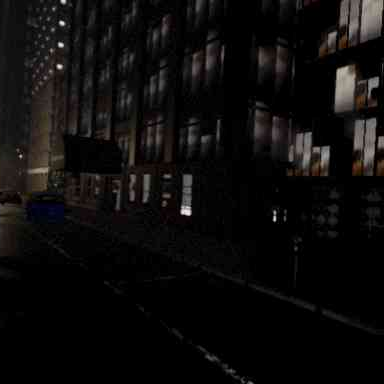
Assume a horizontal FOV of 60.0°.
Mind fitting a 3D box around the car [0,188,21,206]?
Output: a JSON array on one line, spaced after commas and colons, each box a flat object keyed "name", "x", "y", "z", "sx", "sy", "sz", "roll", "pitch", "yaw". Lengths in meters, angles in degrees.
[{"name": "car", "x": -18.230, "y": 0.571, "z": 33.483, "sx": 1.752, "sy": 1.417, "sz": 4.829, "roll": 3, "pitch": 0, "yaw": -35}]

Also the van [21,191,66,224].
[{"name": "van", "x": -8.713, "y": 0.887, "z": 19.712, "sx": 1.690, "sy": 1.788, "sz": 3.998, "roll": 3, "pitch": 0, "yaw": -35}]
